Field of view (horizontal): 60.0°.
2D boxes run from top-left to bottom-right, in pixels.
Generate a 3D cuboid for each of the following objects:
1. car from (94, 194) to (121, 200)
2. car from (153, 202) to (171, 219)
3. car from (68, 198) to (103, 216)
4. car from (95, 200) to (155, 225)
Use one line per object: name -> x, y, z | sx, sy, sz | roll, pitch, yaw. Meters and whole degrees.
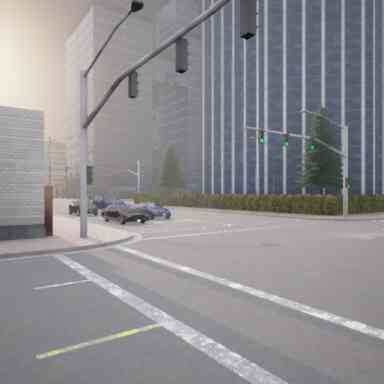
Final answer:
car -> -9.309, 1.274, 36.969 | 2.150, 2.045, 5.566 | 0, 0, -36
car -> -3.644, 1.579, 29.099 | 1.812, 1.442, 4.674 | 0, 0, -36
car -> -10.910, 1.558, 33.192 | 1.837, 1.490, 4.892 | 0, 0, -36
car -> -5.237, 1.601, 25.285 | 2.033, 1.411, 5.357 | 0, 0, -36
